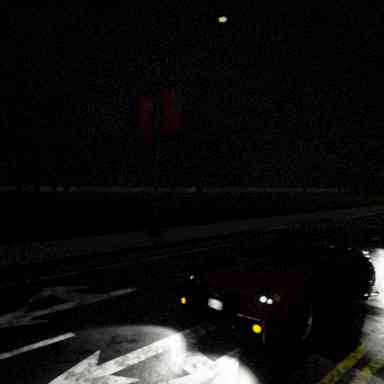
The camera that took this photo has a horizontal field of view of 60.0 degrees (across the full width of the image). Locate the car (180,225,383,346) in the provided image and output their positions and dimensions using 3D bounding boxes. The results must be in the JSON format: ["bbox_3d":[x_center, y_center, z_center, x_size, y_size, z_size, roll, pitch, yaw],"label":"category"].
[{"bbox_3d":[1.788,1.436,6.208,4.181,1.385,1.994,-1,2,-43],"label":"car"}]
